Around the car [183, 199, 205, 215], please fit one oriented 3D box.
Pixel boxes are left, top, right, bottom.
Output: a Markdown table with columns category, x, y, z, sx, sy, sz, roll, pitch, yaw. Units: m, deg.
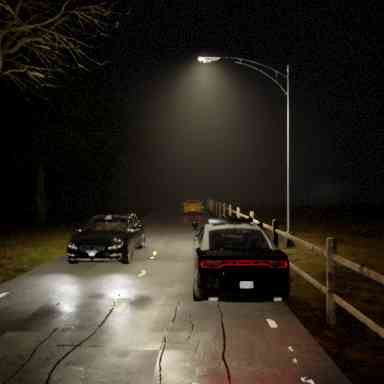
| category | x | y | z | sx | sy | sz | roll | pitch | yaw |
| --- | --- | --- | --- | --- | --- | --- | --- | --- | --- |
| car | 0.067 | 1.592 | 35.612 | 1.882 | 1.535 | 5.008 | 0 | 0 | 0 |

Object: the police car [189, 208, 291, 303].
| category | x | y | z | sx | sy | sz | roll | pitch | yaw |
| --- | --- | --- | --- | --- | --- | --- | --- | --- | --- |
| police car | 0.960 | 1.433 | 8.443 | 1.930 | 1.638 | 5.238 | 0 | 0 | 0 |

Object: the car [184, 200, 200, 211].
| category | x | y | z | sx | sy | sz | roll | pitch | yaw |
| --- | --- | --- | --- | --- | --- | --- | --- | --- | --- |
| car | 0.011 | 1.809 | 45.815 | 2.033 | 1.411 | 5.357 | 0 | -1 | 1 |

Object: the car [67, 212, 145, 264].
| category | x | y | z | sx | sy | sz | roll | pitch | yaw |
| --- | --- | --- | --- | --- | --- | --- | --- | --- | --- |
| car | -2.853 | 1.518 | 11.887 | 1.837 | 1.490 | 4.892 | 0 | 0 | 0 |

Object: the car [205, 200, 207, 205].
| category | x | y | z | sx | sy | sz | roll | pitch | yaw |
| --- | --- | --- | --- | --- | --- | --- | --- | --- | --- |
| car | 2.084 | 2.304 | 70.802 | 1.812 | 1.442 | 4.674 | -1 | -1 | 25 |
